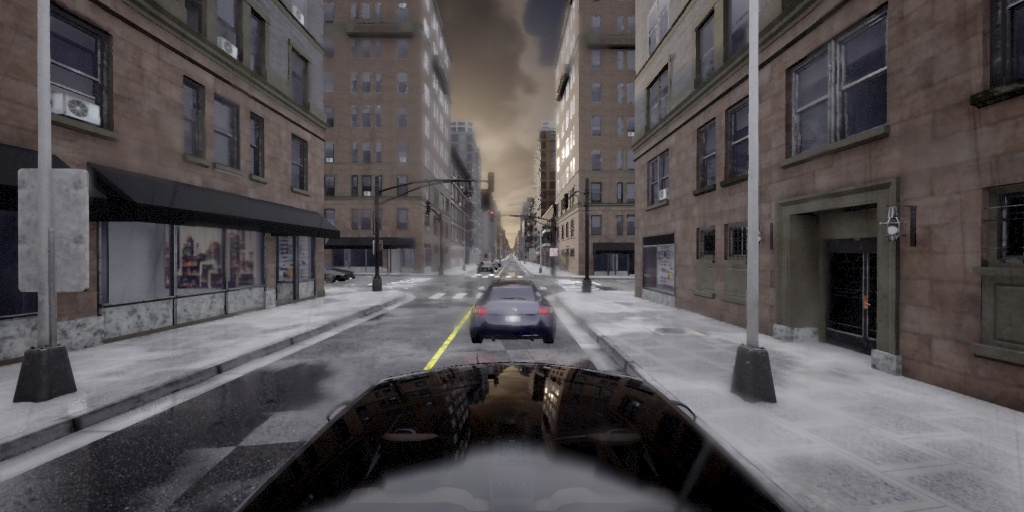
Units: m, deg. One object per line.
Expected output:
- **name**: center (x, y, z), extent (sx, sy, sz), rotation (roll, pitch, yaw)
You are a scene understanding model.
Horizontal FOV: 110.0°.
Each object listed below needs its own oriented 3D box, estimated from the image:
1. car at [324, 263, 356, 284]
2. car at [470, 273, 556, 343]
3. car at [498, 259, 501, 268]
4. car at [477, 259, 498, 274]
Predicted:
- **car**: center (-13.857, 1.138, 24.947), extent (5.357, 1.411, 2.033), rotation (1, 0, 1)
- **car**: center (0.017, 1.315, 9.668), extent (1.994, 1.385, 4.181), rotation (0, 0, 0)
- **car**: center (-3.053, 1.373, 53.506), extent (2.033, 1.411, 5.357), rotation (0, 0, 0)
- **car**: center (-3.063, 1.309, 43.112), extent (1.837, 1.490, 4.892), rotation (0, 0, 0)
